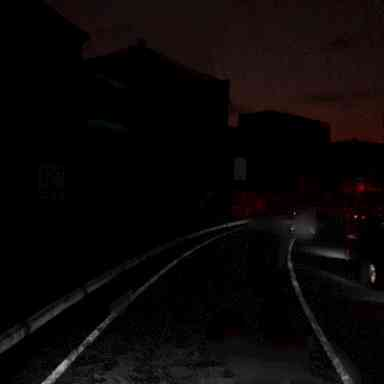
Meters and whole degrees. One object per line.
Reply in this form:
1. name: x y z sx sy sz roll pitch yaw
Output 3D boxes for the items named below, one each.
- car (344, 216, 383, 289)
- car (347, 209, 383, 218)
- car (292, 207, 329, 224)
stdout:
1. car: 5.752 1.719 9.513 1.837 1.490 4.892 3 0 14
2. car: 15.778 2.267 30.480 2.033 1.411 5.357 5 2 43
3. car: 10.476 1.967 29.223 1.895 1.301 4.718 5 1 37
